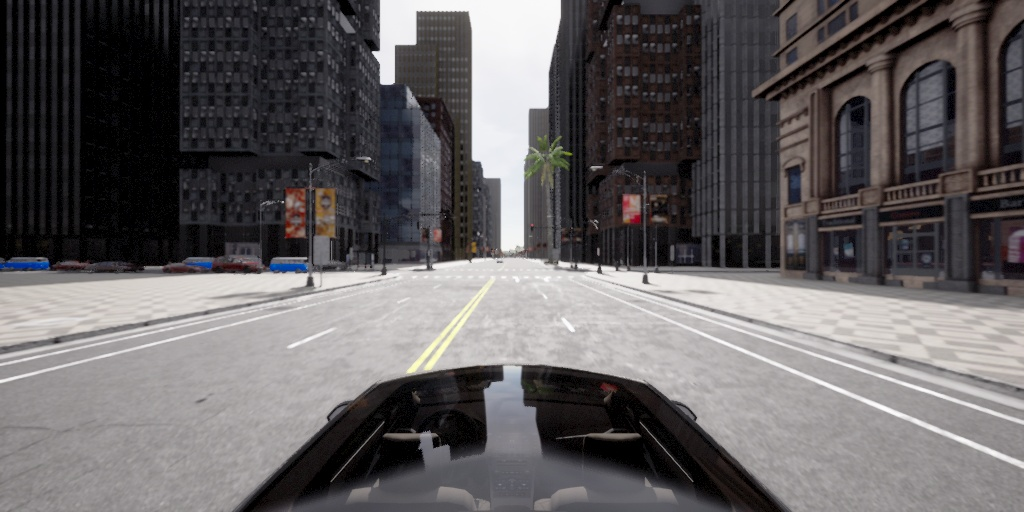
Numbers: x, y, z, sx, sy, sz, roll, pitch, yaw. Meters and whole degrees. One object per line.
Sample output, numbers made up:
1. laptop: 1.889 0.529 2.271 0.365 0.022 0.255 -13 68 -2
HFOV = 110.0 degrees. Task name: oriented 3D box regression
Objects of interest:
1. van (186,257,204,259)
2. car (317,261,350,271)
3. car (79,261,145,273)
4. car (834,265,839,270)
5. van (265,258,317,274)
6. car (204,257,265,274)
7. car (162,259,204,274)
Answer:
1. van: -40.614 1.069 46.908 3.998 1.789 1.690 0 0 0
2. car: -23.582 1.289 46.918 4.403 1.370 2.007 0 0 0
3. car: -45.504 1.258 41.097 5.357 1.411 2.033 0 0 1
4. car: 42.095 1.402 44.062 4.718 1.301 1.895 0 0 1
5. van: -23.575 1.056 38.393 3.998 1.789 1.690 0 0 0
6. car: -29.253 1.025 38.390 5.009 1.841 2.192 0 0 0
7. car: -34.930 1.289 38.386 4.207 1.307 1.802 0 0 0
